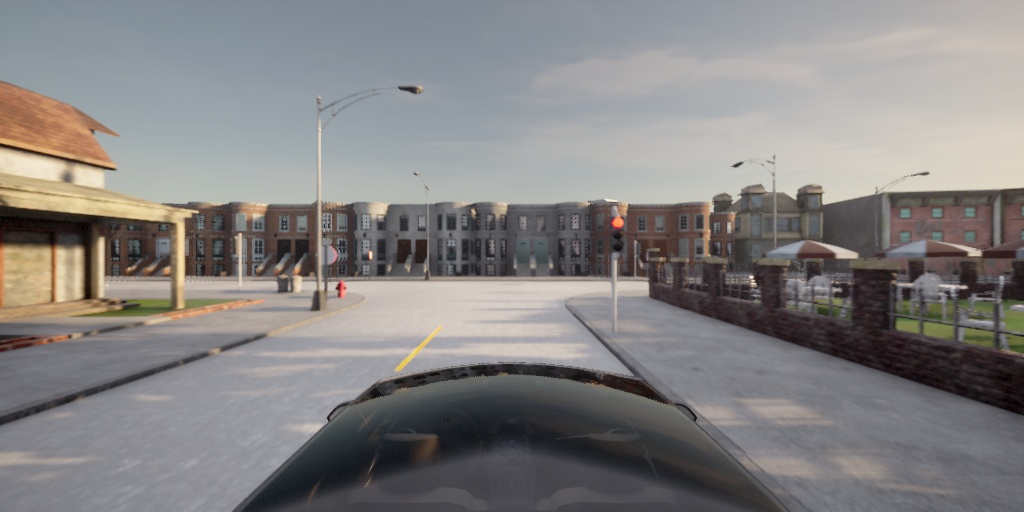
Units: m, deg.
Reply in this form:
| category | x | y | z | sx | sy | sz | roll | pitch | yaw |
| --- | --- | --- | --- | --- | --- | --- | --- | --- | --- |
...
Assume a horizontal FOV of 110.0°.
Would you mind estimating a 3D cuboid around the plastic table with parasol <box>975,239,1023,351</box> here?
| category | x | y | z | sx | sy | sz | roll | pitch | yaw |
| --- | --- | --- | --- | --- | --- | --- | --- | --- | --- |
| plastic table with parasol | 10.683 | 0.697 | 6.593 | 2.482 | 2.480 | 2.482 | 0 | 0 | -40 |

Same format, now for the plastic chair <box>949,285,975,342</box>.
| category | x | y | z | sx | sy | sz | roll | pitch | yaw |
| --- | --- | --- | --- | --- | --- | --- | --- | --- | --- |
| plastic chair | 9.939 | 1.312 | 7.624 | 0.750 | 1.272 | 0.730 | 0 | 0 | -40 |

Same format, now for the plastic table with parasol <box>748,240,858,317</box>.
| category | x | y | z | sx | sy | sz | roll | pitch | yaw |
| --- | --- | --- | --- | --- | --- | --- | --- | --- | --- |
| plastic table with parasol | 9.683 | 0.721 | 11.823 | 2.482 | 2.480 | 2.482 | 0 | 0 | -40 |

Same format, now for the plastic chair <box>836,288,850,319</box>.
| category | x | y | z | sx | sy | sz | roll | pitch | yaw |
| --- | --- | --- | --- | --- | --- | --- | --- | --- | --- |
| plastic chair | 10.416 | 1.325 | 10.825 | 0.750 | 1.272 | 0.730 | 0 | 0 | -40 |

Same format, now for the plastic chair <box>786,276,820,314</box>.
| category | x | y | z | sx | sy | sz | roll | pitch | yaw |
| --- | --- | --- | --- | --- | --- | --- | --- | --- | --- |
| plastic chair | 8.710 | 1.326 | 10.921 | 0.730 | 1.272 | 0.750 | 0 | 0 | -35 |

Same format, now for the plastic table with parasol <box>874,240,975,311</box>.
| category | x | y | z | sx | sy | sz | roll | pitch | yaw |
| --- | --- | --- | --- | --- | --- | --- | --- | --- | --- |
| plastic table with parasol | 14.173 | 0.684 | 12.263 | 2.482 | 2.480 | 2.482 | 0 | 0 | -40 |

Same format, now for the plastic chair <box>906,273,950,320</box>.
| category | x | y | z | sx | sy | sz | roll | pitch | yaw |
| --- | --- | --- | --- | --- | --- | --- | --- | --- | --- |
| plastic chair | 13.200 | 1.297 | 11.361 | 0.730 | 1.272 | 0.750 | 0 | 0 | -35 |
